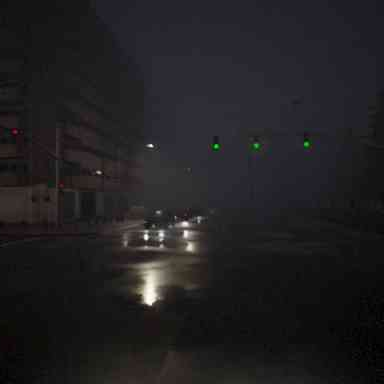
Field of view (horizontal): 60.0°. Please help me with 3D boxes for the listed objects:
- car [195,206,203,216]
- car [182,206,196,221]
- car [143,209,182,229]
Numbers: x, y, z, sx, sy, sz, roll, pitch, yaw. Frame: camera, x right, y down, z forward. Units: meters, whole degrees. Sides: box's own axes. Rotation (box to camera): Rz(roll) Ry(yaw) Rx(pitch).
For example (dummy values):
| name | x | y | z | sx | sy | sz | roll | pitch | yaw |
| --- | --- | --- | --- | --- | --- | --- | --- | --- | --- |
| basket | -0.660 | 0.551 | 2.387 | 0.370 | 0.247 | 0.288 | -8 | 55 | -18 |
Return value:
| name | x | y | z | sx | sy | sz | roll | pitch | yaw |
| --- | --- | --- | --- | --- | --- | --- | --- | --- | --- |
| car | 0.521 | 2.766 | 49.298 | 1.882 | 1.535 | 5.008 | 0 | -2 | 8 |
| car | -1.094 | 2.611 | 38.317 | 1.895 | 1.301 | 4.718 | 0 | -1 | 8 |
| car | -2.571 | 2.301 | 28.252 | 2.033 | 1.411 | 5.357 | 0 | -1 | 8 |
